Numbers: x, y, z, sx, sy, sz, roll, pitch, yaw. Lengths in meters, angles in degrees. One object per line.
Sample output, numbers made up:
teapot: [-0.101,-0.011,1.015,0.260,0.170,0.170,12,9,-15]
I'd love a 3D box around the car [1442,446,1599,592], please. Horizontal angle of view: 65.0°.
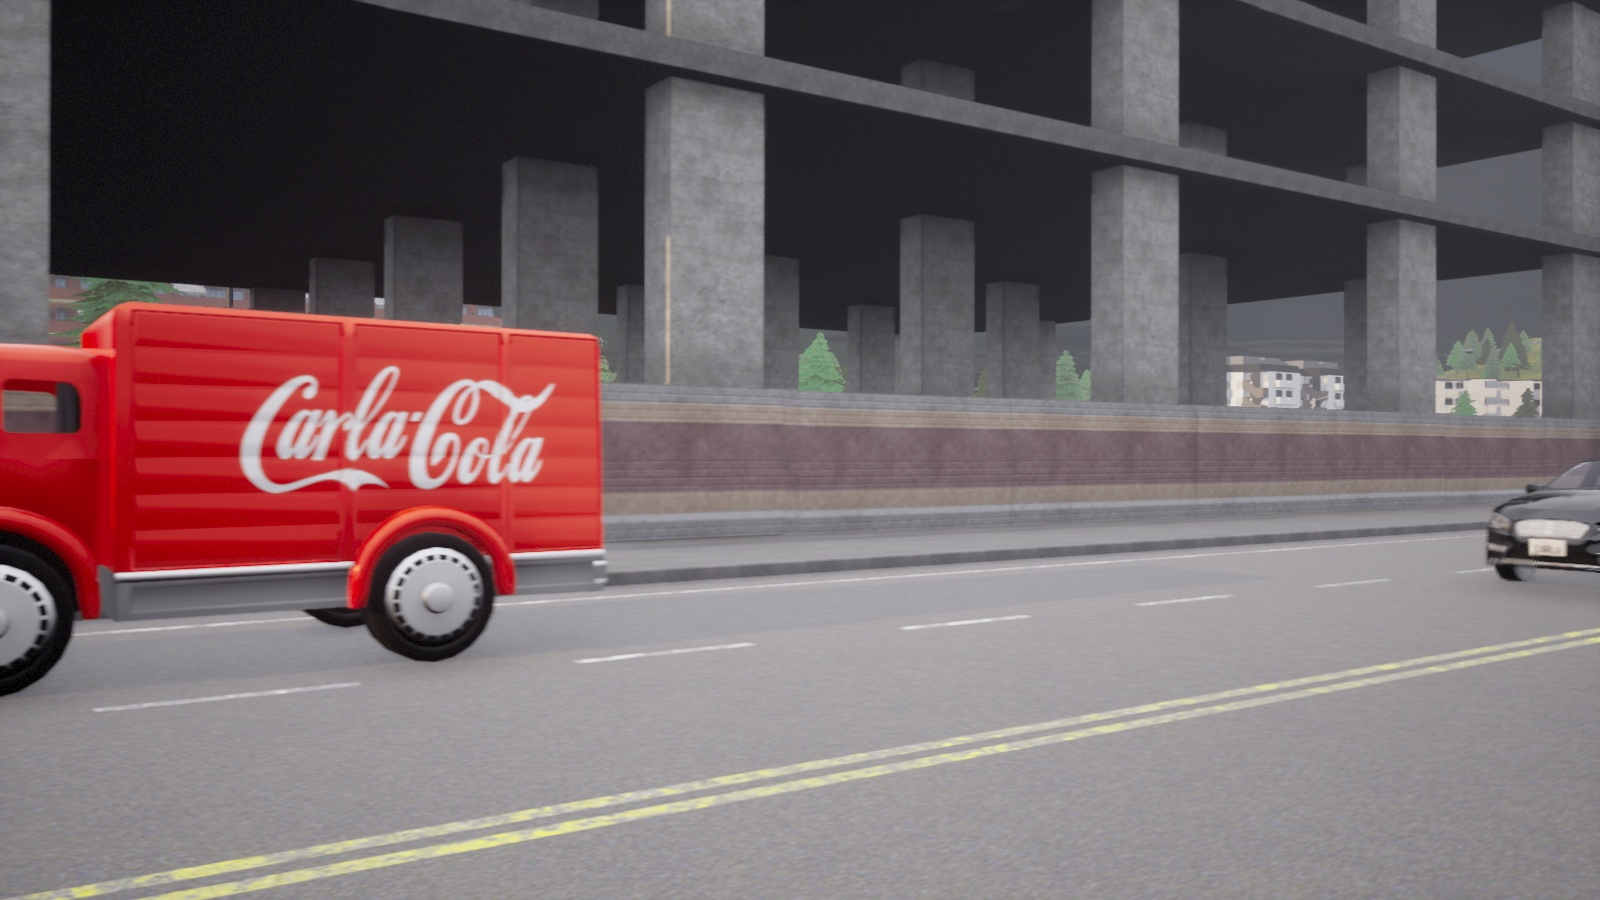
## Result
car: [9.935,0.716,14.839,4.902,1.511,2.128,0,0,-35]

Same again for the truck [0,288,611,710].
truck: [-4.332,0.290,9.175,5.204,2.467,2.627,0,0,-35]
